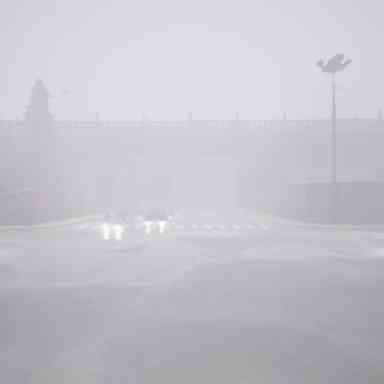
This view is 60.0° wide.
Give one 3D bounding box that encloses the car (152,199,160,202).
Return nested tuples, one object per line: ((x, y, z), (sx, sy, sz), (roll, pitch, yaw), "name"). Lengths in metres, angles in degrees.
((-6.492, 2.148, 49.572), (2.033, 1.411, 5.357), (0, -1, 1), "car")

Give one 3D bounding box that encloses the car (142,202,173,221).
((-3.225, 1.944, 31.524), (1.994, 1.385, 4.181), (0, -1, 0), "car")

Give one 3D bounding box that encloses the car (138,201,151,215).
((-6.635, 1.842, 40.004), (2.097, 1.767, 4.553), (0, -1, 1), "car")

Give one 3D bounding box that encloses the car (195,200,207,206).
((1.968, 2.400, 73.005), (1.994, 1.385, 4.181), (0, -1, 14), "car")

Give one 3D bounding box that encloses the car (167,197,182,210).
((-2.983, 1.833, 51.456), (2.150, 2.045, 5.566), (0, -1, 1), "car")

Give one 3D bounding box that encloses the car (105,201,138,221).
((-6.735, 1.877, 31.033), (2.128, 1.511, 4.902), (0, -1, 1), "car")

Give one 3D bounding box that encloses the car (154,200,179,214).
((-3.131, 2.035, 40.758), (2.033, 1.411, 5.357), (0, -1, 1), "car")

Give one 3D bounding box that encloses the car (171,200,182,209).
((-2.835, 2.254, 61.427), (1.812, 1.442, 4.674), (0, 0, 1), "car")
